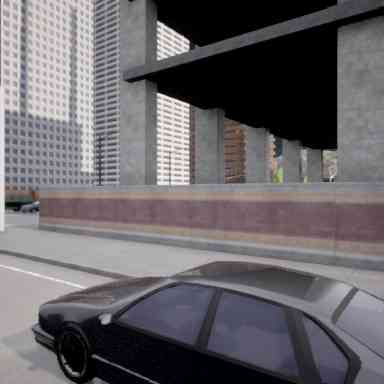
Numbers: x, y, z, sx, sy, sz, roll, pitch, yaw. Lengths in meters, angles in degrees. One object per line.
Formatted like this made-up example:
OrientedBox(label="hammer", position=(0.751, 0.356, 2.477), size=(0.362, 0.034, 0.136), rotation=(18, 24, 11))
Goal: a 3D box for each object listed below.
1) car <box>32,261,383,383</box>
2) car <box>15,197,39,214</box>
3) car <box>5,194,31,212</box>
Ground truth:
OrientedBox(label="car", position=(0.460, 1.548, 3.664), size=(5.357, 1.411, 2.033), rotation=(0, 0, 35))
OrientedBox(label="car", position=(-15.766, 1.526, 35.386), size=(1.812, 1.442, 4.674), rotation=(0, 0, 36))
OrientedBox(label="car", position=(-19.907, 1.221, 35.664), size=(2.150, 2.045, 5.566), rotation=(0, 0, 36))
